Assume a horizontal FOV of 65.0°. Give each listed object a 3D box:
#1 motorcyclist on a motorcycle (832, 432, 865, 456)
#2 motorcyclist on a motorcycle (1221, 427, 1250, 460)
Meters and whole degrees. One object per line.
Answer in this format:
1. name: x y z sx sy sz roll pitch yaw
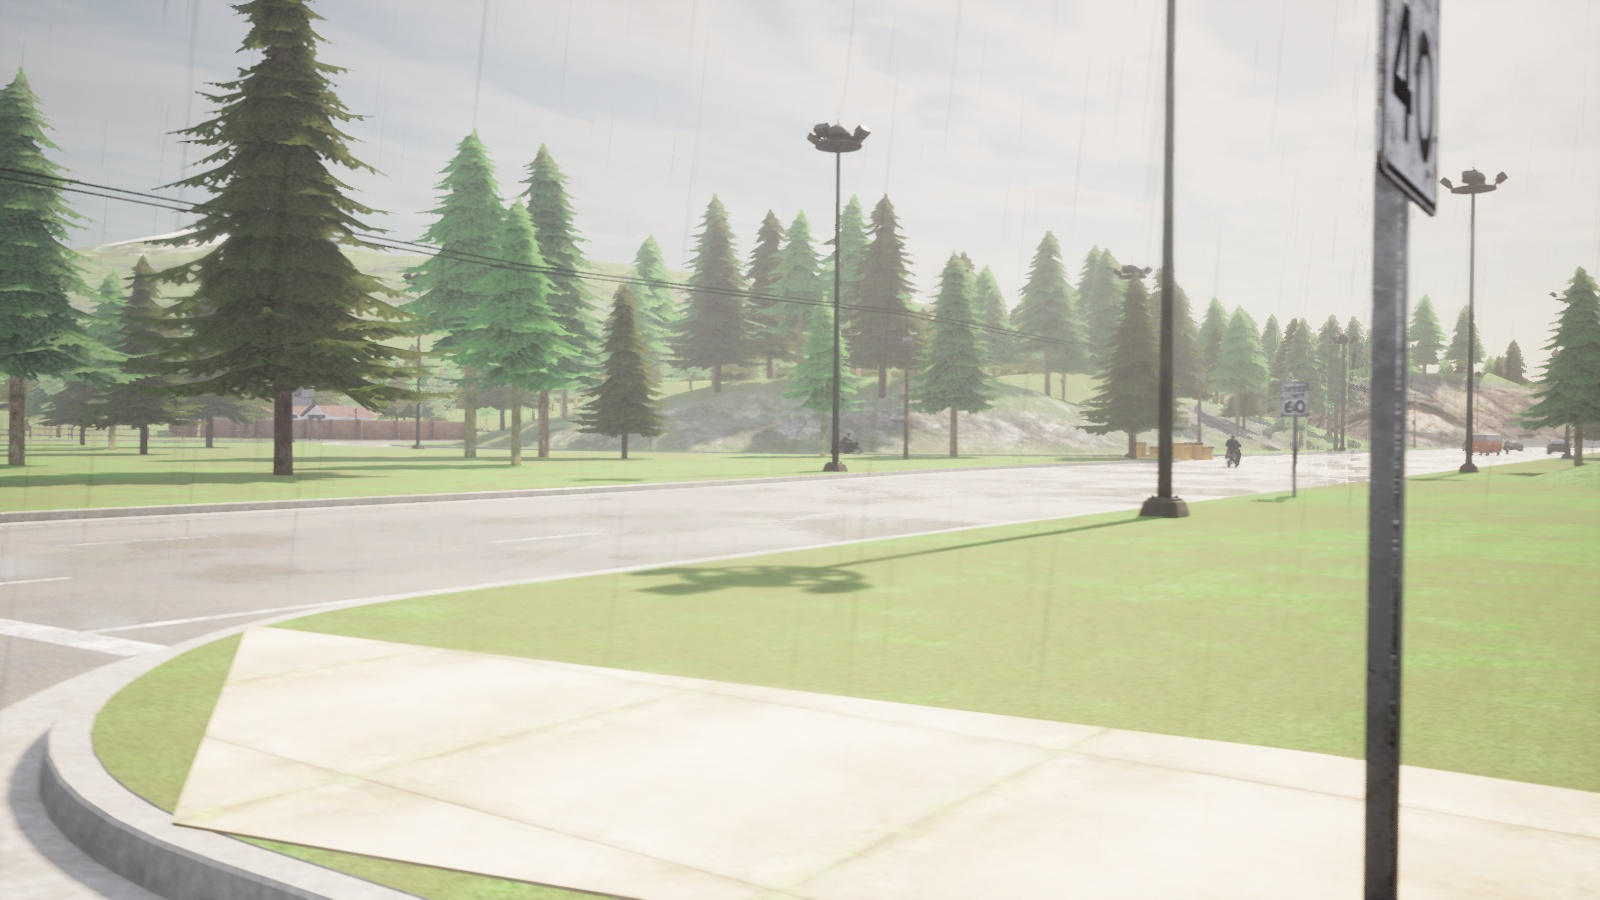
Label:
1. motorcyclist on a motorcycle: 3.114 -0.409 80.435 2.044 1.523 0.797 0 0 2
2. motorcyclist on a motorcycle: 21.126 -0.331 60.908 0.866 1.590 1.817 0 1 35
